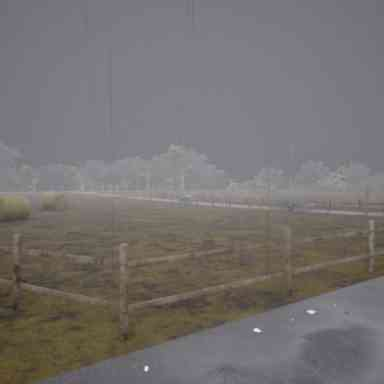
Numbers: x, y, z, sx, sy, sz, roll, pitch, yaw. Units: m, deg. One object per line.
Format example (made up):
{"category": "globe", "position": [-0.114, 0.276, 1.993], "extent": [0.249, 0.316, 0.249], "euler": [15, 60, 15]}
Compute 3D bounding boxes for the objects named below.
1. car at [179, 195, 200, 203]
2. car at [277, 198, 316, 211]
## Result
{"category": "car", "position": [-0.459, 1.180, 58.203], "extent": [1.812, 1.442, 4.674], "euler": [1, 0, -35]}
{"category": "car", "position": [12.510, 1.454, 40.013], "extent": [2.128, 1.511, 4.902], "euler": [1, 0, -36]}
